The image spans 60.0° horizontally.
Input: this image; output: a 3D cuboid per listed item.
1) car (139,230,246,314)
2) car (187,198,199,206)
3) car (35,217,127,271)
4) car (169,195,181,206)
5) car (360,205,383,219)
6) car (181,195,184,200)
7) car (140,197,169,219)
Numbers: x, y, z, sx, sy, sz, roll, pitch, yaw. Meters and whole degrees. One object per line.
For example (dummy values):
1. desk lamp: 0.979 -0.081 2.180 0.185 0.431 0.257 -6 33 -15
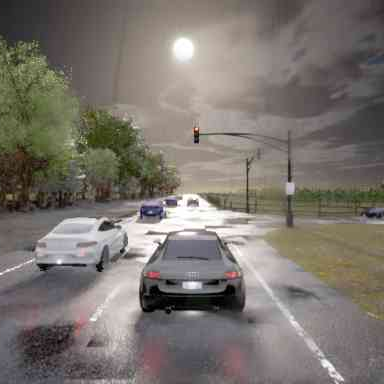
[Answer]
1. car: 0.013 1.566 7.694 1.994 1.385 4.181 0 0 0
2. car: 0.172 1.603 55.898 1.895 1.301 4.718 0 0 0
3. car: -3.384 1.528 10.826 1.812 1.442 4.674 0 0 0
4. car: -3.314 1.480 53.942 1.882 1.535 5.008 0 0 0
5. car: 18.726 1.807 31.022 5.357 1.411 2.033 1 -1 0
6. car: -3.355 1.519 89.895 2.128 1.511 4.902 0 0 0
7. car: -3.352 1.482 29.367 1.882 1.535 5.008 0 0 0
